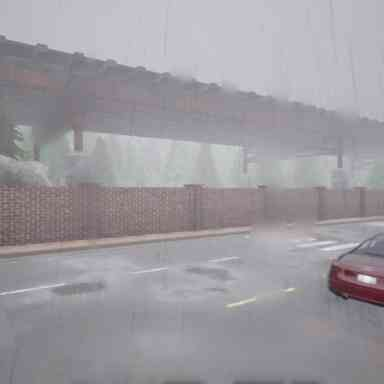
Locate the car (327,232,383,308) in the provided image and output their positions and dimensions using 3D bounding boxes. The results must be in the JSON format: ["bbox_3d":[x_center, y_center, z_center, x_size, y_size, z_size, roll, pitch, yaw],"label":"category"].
[{"bbox_3d":[4.840,1.564,7.249,4.181,1.385,1.994,0,0,-35],"label":"car"}]
